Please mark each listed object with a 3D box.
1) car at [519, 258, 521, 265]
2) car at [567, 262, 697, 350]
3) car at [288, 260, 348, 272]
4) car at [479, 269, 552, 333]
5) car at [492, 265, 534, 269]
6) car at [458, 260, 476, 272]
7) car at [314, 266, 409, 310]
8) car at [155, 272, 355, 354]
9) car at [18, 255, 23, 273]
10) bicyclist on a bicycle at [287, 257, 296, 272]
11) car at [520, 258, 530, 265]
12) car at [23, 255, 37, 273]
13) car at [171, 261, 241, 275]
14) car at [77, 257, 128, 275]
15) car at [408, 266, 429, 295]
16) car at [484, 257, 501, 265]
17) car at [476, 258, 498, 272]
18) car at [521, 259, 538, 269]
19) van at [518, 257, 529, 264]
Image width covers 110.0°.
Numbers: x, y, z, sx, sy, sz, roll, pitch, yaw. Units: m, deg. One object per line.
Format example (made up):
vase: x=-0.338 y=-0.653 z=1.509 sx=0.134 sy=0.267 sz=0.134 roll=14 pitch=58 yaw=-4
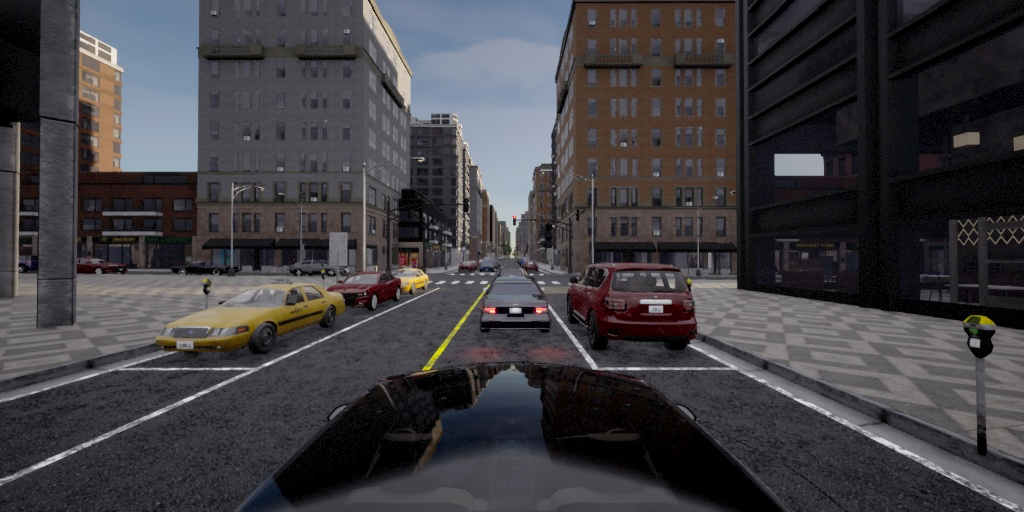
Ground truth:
car: x=2.513 y=1.346 z=58.640 sx=1.802 sy=1.307 sz=4.207 roll=0 pitch=0 yaw=0
car: x=2.650 y=1.066 z=9.025 sx=2.192 sy=1.841 sz=5.009 roll=0 pitch=0 yaw=0
car: x=-16.841 y=1.092 z=31.411 sx=4.902 sy=1.511 sz=2.128 roll=1 pitch=-1 yaw=0
car: x=0.067 y=1.299 z=10.757 sx=2.033 sy=1.411 sz=5.357 roll=0 pitch=0 yaw=0
car: x=0.019 y=1.355 z=20.483 sx=1.895 sy=1.301 sz=4.718 roll=0 pitch=0 yaw=0
car: x=-5.982 y=1.306 z=47.279 sx=1.888 sy=1.381 sz=4.507 roll=0 pitch=0 yaw=0
car: x=-5.892 y=1.298 z=14.635 sx=1.888 sy=1.381 sz=4.507 roll=0 pitch=0 yaw=0
car: x=-5.876 y=1.277 z=8.840 sx=1.751 sy=1.417 sz=4.829 roll=0 pitch=0 yaw=0
car: x=-46.942 y=0.831 z=31.555 sx=4.892 sy=1.490 sz=1.837 roll=1 pitch=-1 yaw=1
bicyclist on a bicycle: x=-23.111 y=0.909 z=37.673 sx=0.582 sy=1.620 sz=1.656 roll=0 pitch=0 yaw=0
car: x=2.529 y=1.344 z=52.967 sx=1.802 sy=1.307 sz=4.207 roll=0 pitch=0 yaw=0
car: x=-47.615 y=0.704 z=34.657 sx=4.553 sy=1.767 sz=2.097 roll=1 pitch=-1 yaw=1
car: x=-26.739 y=1.112 z=31.444 sx=4.718 sy=1.301 sz=1.895 roll=1 pitch=-1 yaw=0
car: x=-36.833 y=0.897 z=31.487 sx=5.008 sy=1.535 sz=1.882 roll=1 pitch=-1 yaw=0
car: x=-5.907 y=1.279 z=20.090 sx=1.751 sy=1.417 sz=4.829 roll=0 pitch=0 yaw=0
car: x=-3.232 y=1.328 z=56.571 sx=1.994 sy=1.385 sz=4.181 roll=0 pitch=0 yaw=0
car: x=-3.241 y=1.308 z=46.515 sx=2.033 sy=1.411 sz=5.357 roll=0 pitch=0 yaw=-4
car: x=2.545 y=1.343 z=47.293 sx=1.802 sy=1.307 sz=4.207 roll=0 pitch=0 yaw=0
van: x=2.498 y=1.108 z=64.314 sx=1.690 sy=1.789 sz=3.998 roll=0 pitch=0 yaw=0
